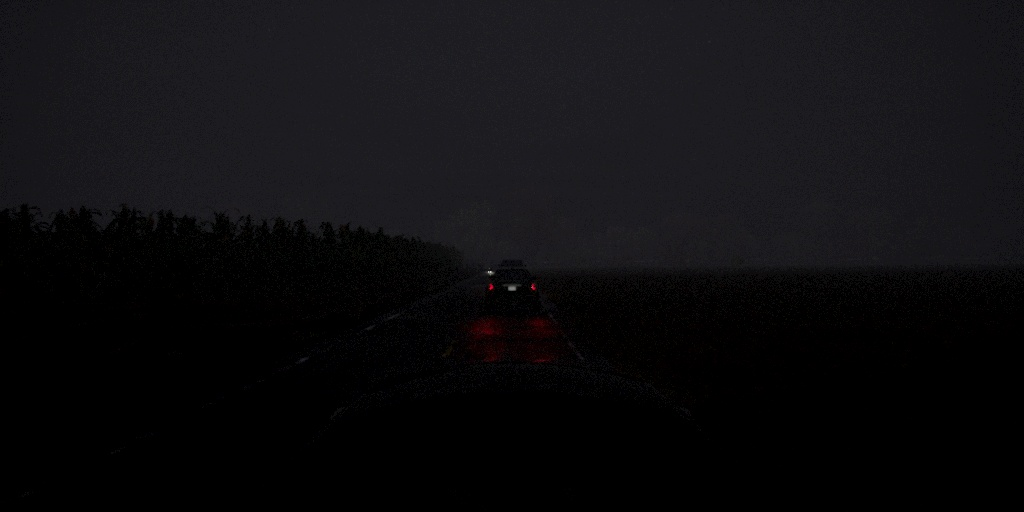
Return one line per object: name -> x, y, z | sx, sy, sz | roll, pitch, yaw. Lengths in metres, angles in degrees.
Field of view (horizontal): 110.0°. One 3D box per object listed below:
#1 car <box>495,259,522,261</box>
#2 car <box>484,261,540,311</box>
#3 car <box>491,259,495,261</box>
car -> 0.017, 1.267, 29.456 | 2.150, 2.045, 5.566 | 0, 0, 0
car -> 0.026, 1.243, 15.298 | 2.097, 1.767, 4.553 | 0, -1, 1
car -> -2.797, 1.613, 61.465 | 2.150, 2.045, 5.566 | 0, -1, 1
